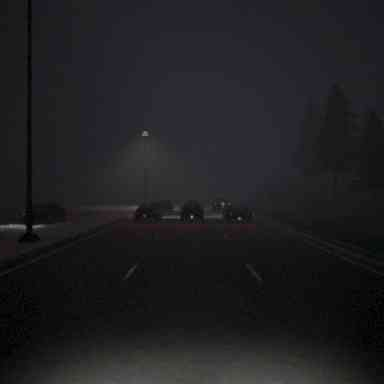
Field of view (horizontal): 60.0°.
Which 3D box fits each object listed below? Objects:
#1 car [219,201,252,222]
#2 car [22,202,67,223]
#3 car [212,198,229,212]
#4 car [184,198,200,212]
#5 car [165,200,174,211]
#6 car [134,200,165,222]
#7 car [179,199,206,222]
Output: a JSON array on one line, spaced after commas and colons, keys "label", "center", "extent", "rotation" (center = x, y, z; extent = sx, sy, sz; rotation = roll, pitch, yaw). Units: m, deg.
[{"label": "car", "center": [3.509, 1.669, 26.699], "extent": [1.895, 1.301, 4.718], "rotation": [0, 0, 0]}, {"label": "car", "center": [-11.540, 1.573, 26.364], "extent": [1.837, 1.490, 4.892], "rotation": [0, 0, 0]}, {"label": "car", "center": [3.545, 1.454, 40.428], "extent": [2.097, 1.767, 4.553], "rotation": [0, 0, 0]}, {"label": "car", "center": [0.053, 1.613, 41.481], "extent": [1.837, 1.490, 4.892], "rotation": [0, 0, 0]}, {"label": "car", "center": [-3.443, 1.672, 41.933], "extent": [1.994, 1.385, 4.181], "rotation": [0, 0, 0]}, {"label": "car", "center": [-3.487, 1.596, 26.984], "extent": [1.812, 1.442, 4.674], "rotation": [0, 0, 0]}, {"label": "car", "center": [0.015, 1.574, 26.773], "extent": [1.837, 1.490, 4.892], "rotation": [0, 0, 0]}]
